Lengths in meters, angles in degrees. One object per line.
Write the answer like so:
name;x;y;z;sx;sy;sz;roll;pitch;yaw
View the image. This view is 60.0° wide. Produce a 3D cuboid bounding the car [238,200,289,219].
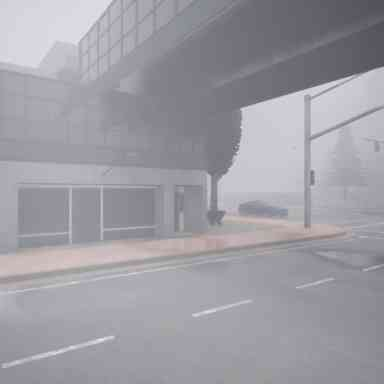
car;6.317;1.478;29.813;1.882;1.535;5.008;0;0;-36
